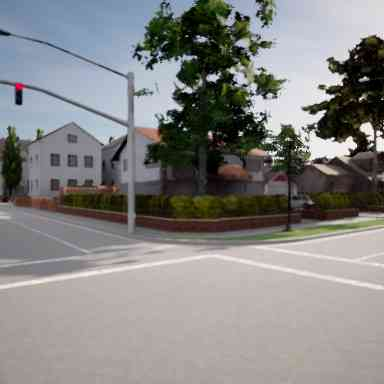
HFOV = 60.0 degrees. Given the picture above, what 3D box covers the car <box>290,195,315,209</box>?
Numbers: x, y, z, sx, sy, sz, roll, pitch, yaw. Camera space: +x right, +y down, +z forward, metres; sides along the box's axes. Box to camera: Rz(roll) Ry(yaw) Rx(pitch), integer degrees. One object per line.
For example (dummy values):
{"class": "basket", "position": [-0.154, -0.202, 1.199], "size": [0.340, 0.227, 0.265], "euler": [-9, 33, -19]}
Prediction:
{"class": "car", "position": [11.106, 1.017, 33.504], "size": [1.970, 1.475, 3.806], "euler": [0, 0, -36]}
